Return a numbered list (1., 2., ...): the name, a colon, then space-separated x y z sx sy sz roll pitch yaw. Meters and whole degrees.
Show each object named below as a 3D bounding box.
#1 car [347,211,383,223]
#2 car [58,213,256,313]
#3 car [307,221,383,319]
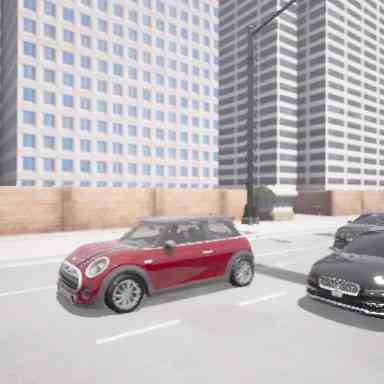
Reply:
1. car: 7.955 1.584 13.998 4.892 1.490 1.837 0 0 -36
2. car: -0.668 1.380 7.824 4.553 1.767 2.097 0 0 -36
3. car: 4.496 1.548 7.218 4.892 1.490 1.837 1 0 -36
